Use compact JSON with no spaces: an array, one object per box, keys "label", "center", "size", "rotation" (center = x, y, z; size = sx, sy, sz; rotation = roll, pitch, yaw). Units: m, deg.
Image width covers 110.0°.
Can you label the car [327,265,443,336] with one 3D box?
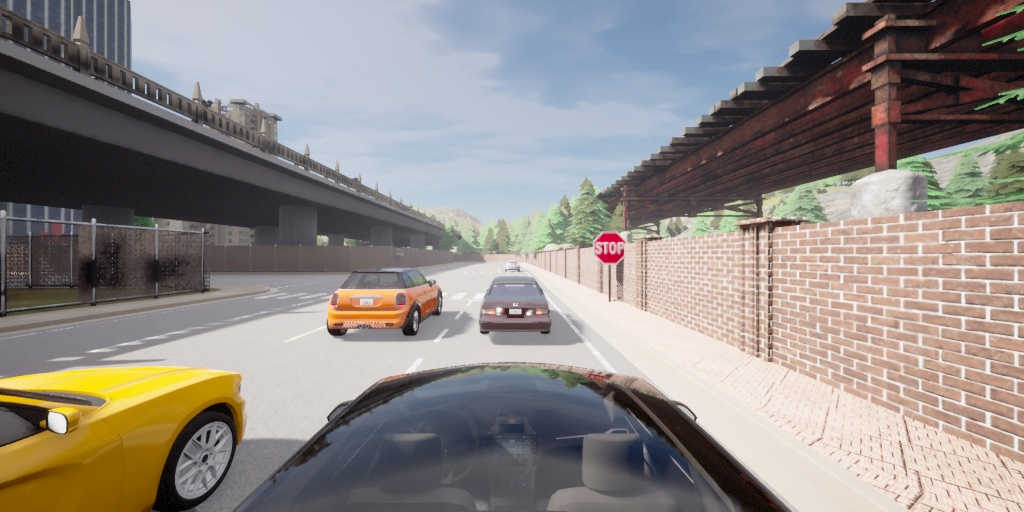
[{"label":"car","center":[-3.426,1.102,10.557],"size":[2.097,1.767,4.553],"rotation":[0,0,0]}]

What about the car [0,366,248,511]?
[{"label":"car","center":[-3.398,1.228,1.300],"size":[1.882,1.535,5.008],"rotation":[0,0,0]}]

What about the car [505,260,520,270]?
[{"label":"car","center":[0.054,1.276,46.334],"size":[1.812,1.442,4.674],"rotation":[0,0,-1]}]

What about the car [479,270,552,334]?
[{"label":"car","center":[0.075,1.297,10.581],"size":[2.033,1.411,5.357],"rotation":[0,0,0]}]
